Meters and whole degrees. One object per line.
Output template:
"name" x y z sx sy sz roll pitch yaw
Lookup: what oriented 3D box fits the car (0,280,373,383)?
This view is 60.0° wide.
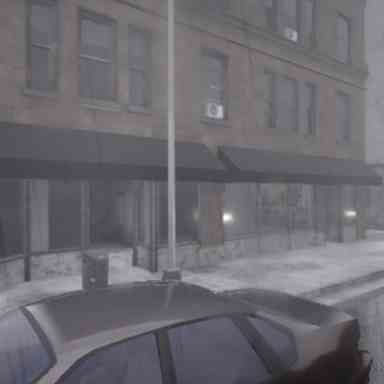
"car" -0.673 1.559 2.579 5.357 1.411 2.033 0 0 -36
